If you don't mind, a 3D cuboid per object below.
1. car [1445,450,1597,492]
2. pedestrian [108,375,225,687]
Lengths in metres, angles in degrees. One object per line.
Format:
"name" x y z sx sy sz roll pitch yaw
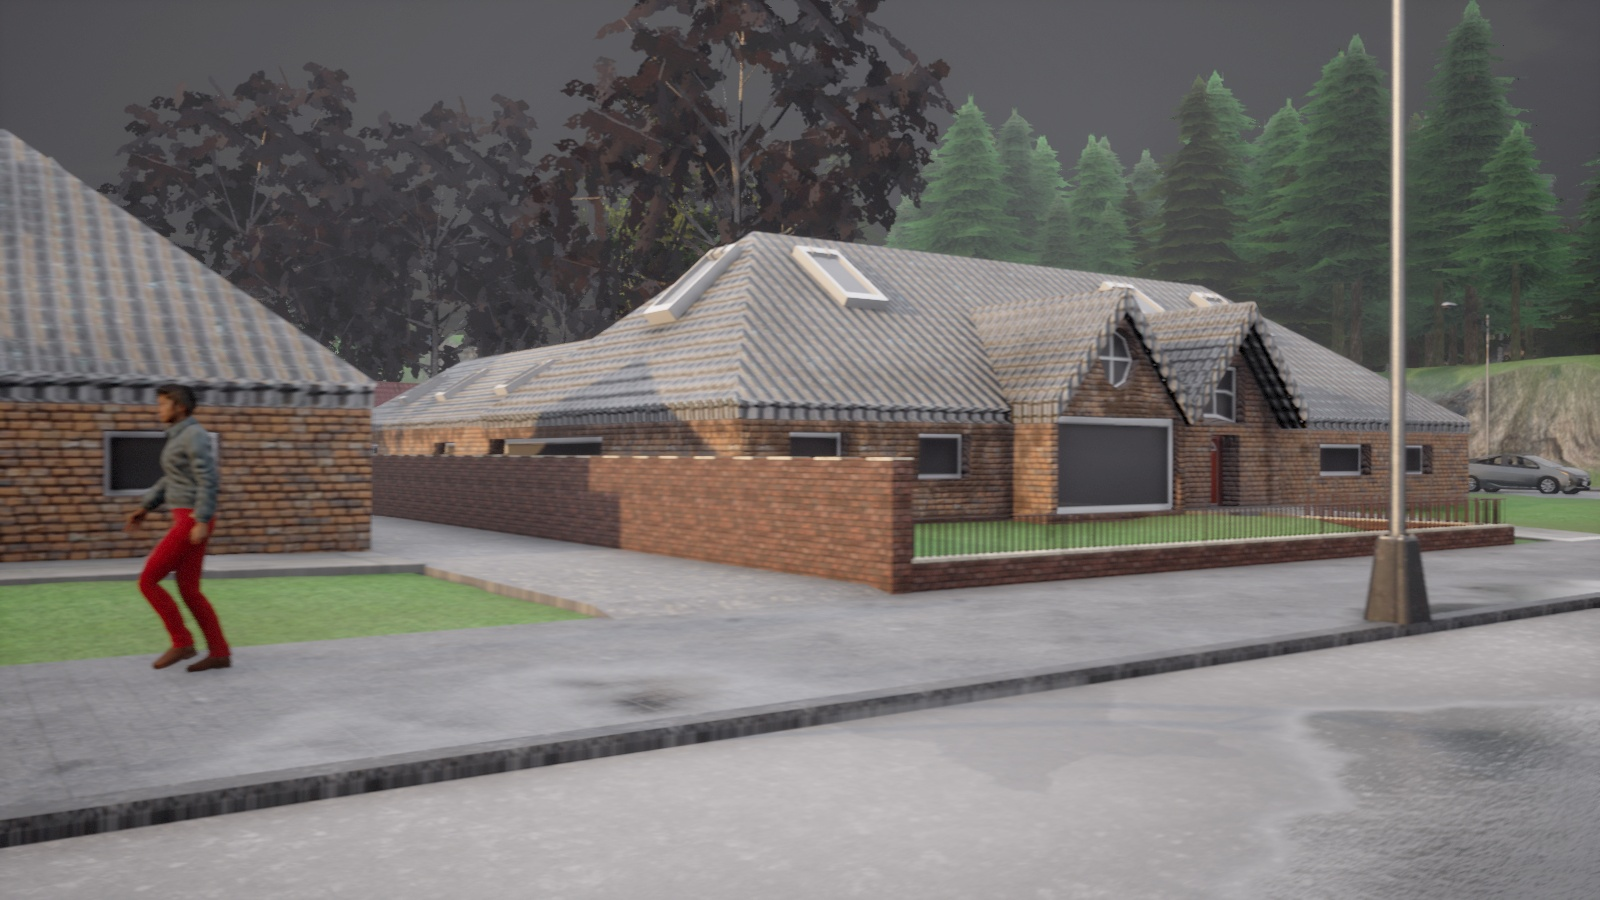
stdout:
"car" 26.929 0.749 47.042 2.007 1.525 4.514 0 0 -35
"pedestrian" -3.908 0.482 7.750 0.614 1.847 0.353 0 0 -32
